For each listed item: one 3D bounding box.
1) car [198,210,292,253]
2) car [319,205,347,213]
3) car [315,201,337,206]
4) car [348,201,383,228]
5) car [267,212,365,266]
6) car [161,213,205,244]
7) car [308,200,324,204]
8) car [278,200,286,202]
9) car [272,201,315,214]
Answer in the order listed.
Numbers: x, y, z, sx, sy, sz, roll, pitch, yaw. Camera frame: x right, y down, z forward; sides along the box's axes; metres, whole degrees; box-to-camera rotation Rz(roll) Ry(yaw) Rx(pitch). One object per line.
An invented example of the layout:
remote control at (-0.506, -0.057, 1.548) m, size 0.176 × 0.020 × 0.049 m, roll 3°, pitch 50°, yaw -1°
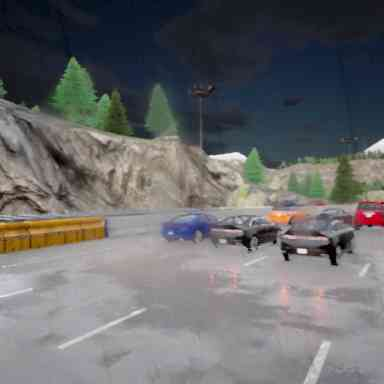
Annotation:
car at (2.667, 1.828, 15.555) m, size 2.128 × 1.511 × 4.902 m, roll -1°, pitch -2°, yaw 35°
car at (11.738, 2.050, 27.241) m, size 1.812 × 1.442 × 4.674 m, roll -2°, pitch -1°, yaw 41°
car at (24.182, 2.721, 58.161) m, size 4.718 × 1.301 × 1.895 m, roll 1°, pitch -2°, yaw -37°
car at (13.275, 1.656, 23.710) m, size 2.150 × 2.045 × 5.566 m, roll -2°, pitch -1°, yaw 41°
car at (4.944, 1.743, 12.726) m, size 2.128 × 1.511 × 4.902 m, roll -1°, pitch -2°, yaw 35°
car at (0.404, 1.895, 18.399) m, size 1.882 × 1.535 × 5.008 m, roll -1°, pitch -1°, yaw 36°
car at (22.284, 2.423, 61.140) m, size 5.566 × 2.045 × 2.150 m, roll 1°, pitch -2°, yaw -37°
car at (18.589, 2.592, 67.076) m, size 5.566 × 2.045 × 2.150 m, roll 1°, pitch -2°, yaw -38°
car at (8.492, 1.939, 28.843) m, size 2.097 × 1.767 × 4.553 m, roll -2°, pitch -2°, yaw 41°
